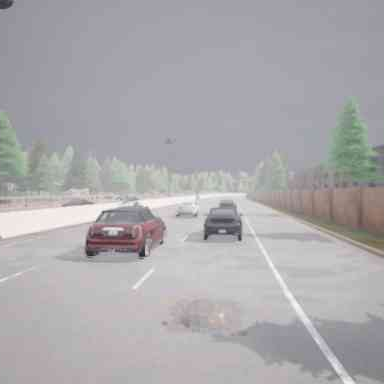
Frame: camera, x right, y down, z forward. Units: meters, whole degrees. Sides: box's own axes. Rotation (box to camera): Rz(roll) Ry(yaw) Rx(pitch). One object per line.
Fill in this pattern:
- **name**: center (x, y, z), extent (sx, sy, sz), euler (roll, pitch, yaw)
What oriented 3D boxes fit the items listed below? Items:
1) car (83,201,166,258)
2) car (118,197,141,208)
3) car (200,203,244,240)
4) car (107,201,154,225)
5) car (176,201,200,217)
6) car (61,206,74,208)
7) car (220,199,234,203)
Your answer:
- **car**: center (-2.357, 1.353, 12.936), extent (2.097, 1.767, 4.553), euler (0, 0, 6)
- **car**: center (-9.001, 1.507, 48.351), extent (1.837, 1.490, 4.892), euler (0, 0, 7)
- **car**: center (1.641, 1.526, 17.360), extent (1.837, 1.490, 4.892), euler (0, 0, 6)
- **car**: center (-4.509, 1.493, 25.158), extent (2.128, 1.511, 4.902), euler (0, 0, 7)
- **car**: center (-0.251, 1.551, 31.620), extent (1.812, 1.442, 4.674), euler (0, 0, 6)
- **car**: center (-13.553, 1.522, 39.664), extent (2.033, 1.411, 5.357), euler (0, 0, 7)
- **car**: center (3.710, 1.550, 35.269), extent (1.837, 1.490, 4.892), euler (0, 0, 7)
